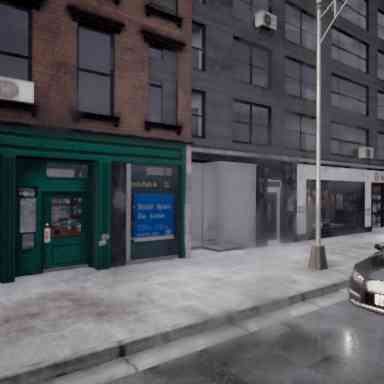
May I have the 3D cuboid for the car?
[{"bbox_3d":[5.106,1.492,6.726,4.902,1.511,2.128,0,0,-36],"label":"car"}]
